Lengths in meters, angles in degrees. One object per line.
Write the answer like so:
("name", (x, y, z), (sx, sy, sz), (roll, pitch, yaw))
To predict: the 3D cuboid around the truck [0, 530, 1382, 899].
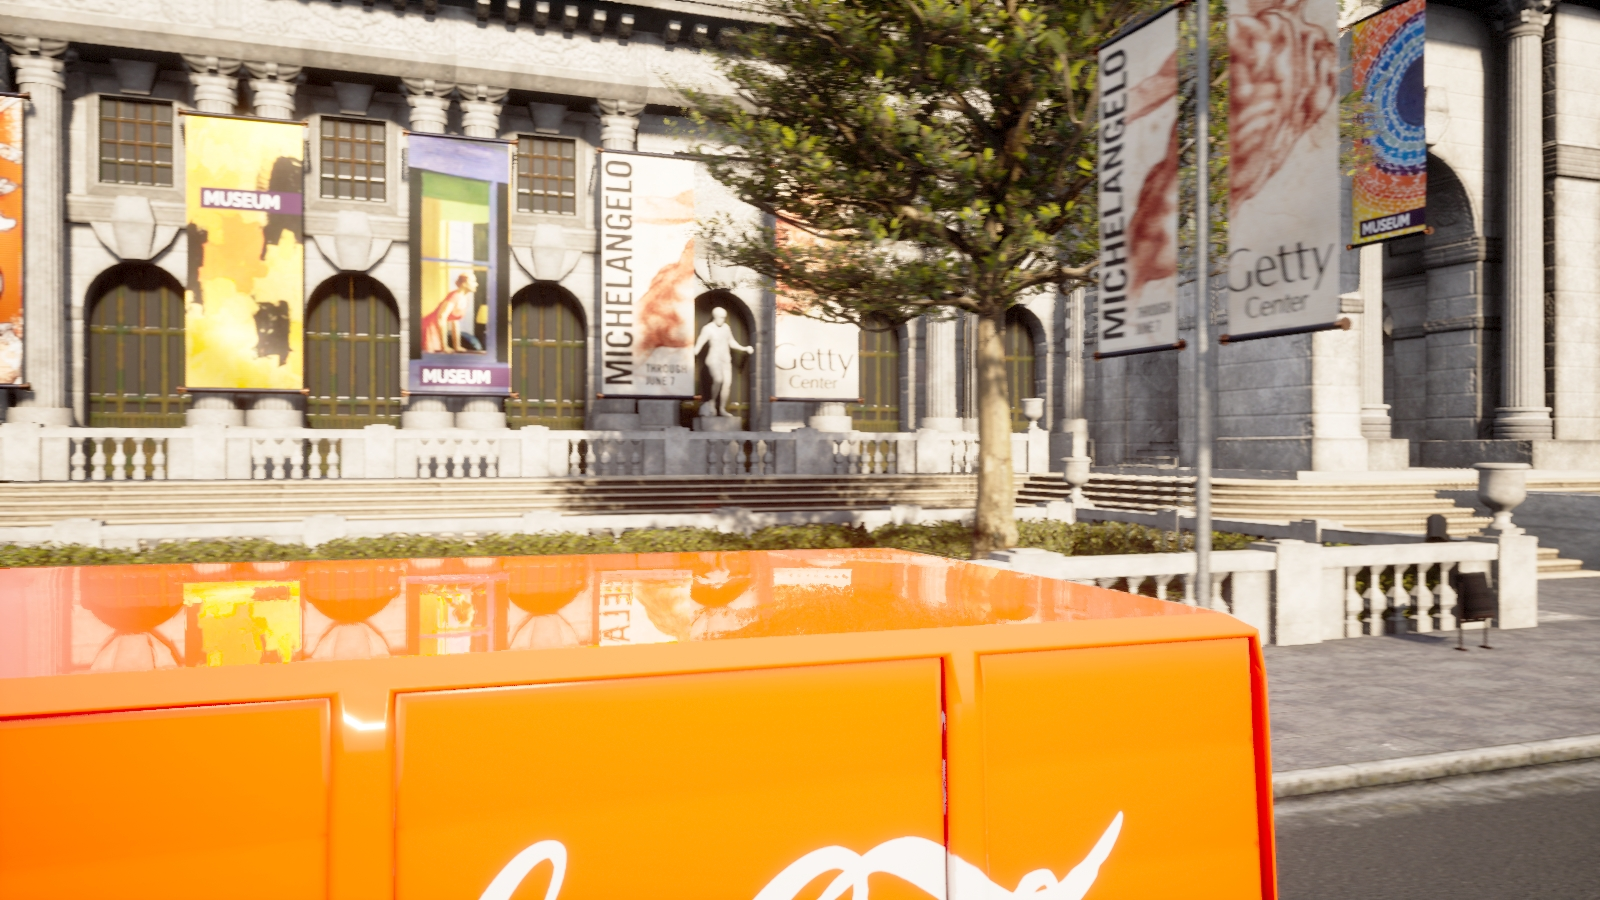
("truck", (-1.704, 1.568, 2.679), (5.204, 2.467, 2.627), (0, 0, -20))
